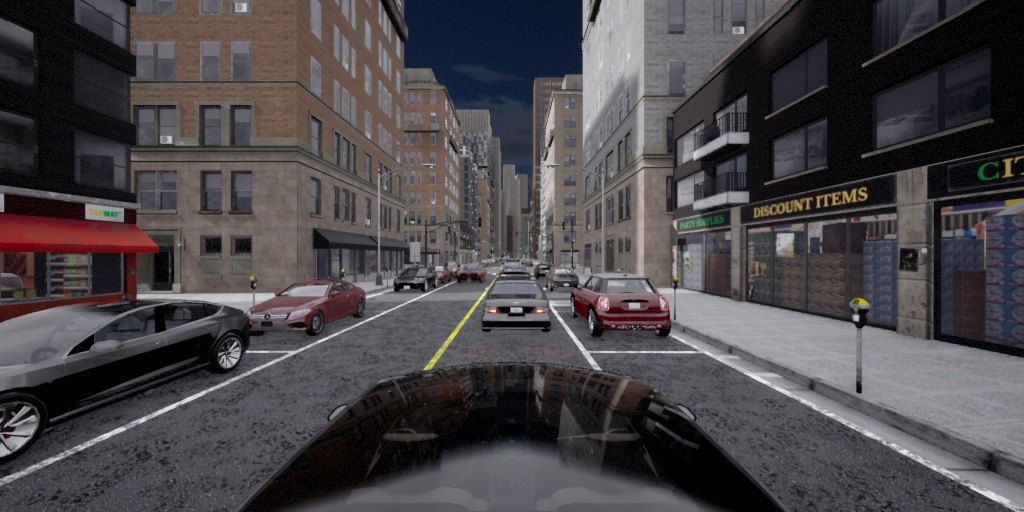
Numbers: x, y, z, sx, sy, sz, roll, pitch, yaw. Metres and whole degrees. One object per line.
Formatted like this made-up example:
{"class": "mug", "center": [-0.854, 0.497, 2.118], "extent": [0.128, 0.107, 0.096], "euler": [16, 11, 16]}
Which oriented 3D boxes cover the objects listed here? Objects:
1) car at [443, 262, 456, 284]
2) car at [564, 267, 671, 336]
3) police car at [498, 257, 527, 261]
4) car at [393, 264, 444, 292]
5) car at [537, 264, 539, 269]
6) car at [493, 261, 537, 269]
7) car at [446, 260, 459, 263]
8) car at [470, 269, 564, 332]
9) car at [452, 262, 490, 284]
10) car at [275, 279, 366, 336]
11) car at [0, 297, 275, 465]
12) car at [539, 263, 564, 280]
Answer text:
{"class": "car", "center": [-5.604, 1.333, 26.864], "extent": [1.802, 1.307, 4.207], "euler": [0, 0, 0]}
{"class": "car", "center": [2.878, 1.189, 10.337], "extent": [1.967, 1.591, 4.097], "euler": [0, 0, 0]}
{"class": "police car", "center": [0.076, 1.177, 31.353], "extent": [1.930, 1.638, 5.238], "euler": [0, 0, 0]}
{"class": "car", "center": [-5.618, 1.316, 21.363], "extent": [1.948, 1.339, 4.313], "euler": [0, 0, 0]}
{"class": "car", "center": [2.937, 1.318, 32.342], "extent": [1.948, 1.339, 4.313], "euler": [0, 0, 0]}
{"class": "car", "center": [0.149, 1.242, 21.334], "extent": [2.128, 1.511, 4.902], "euler": [0, 0, 0]}
{"class": "car", "center": [-5.588, 1.192, 32.366], "extent": [1.967, 1.591, 4.097], "euler": [0, 0, 0]}
{"class": "car", "center": [0.119, 1.297, 10.811], "extent": [2.033, 1.411, 5.357], "euler": [0, 0, 0]}
{"class": "car", "center": [-2.990, 1.352, 27.198], "extent": [1.895, 1.301, 4.718], "euler": [0, 0, 1]}
{"class": "car", "center": [-5.648, 1.331, 10.361], "extent": [1.802, 1.307, 4.207], "euler": [0, 0, 0]}
{"class": "car", "center": [-5.663, 1.315, 4.859], "extent": [1.948, 1.339, 4.313], "euler": [0, 0, 0]}
{"class": "car", "center": [2.907, 1.301, 21.340], "extent": [2.007, 1.370, 4.403], "euler": [0, 0, 0]}
